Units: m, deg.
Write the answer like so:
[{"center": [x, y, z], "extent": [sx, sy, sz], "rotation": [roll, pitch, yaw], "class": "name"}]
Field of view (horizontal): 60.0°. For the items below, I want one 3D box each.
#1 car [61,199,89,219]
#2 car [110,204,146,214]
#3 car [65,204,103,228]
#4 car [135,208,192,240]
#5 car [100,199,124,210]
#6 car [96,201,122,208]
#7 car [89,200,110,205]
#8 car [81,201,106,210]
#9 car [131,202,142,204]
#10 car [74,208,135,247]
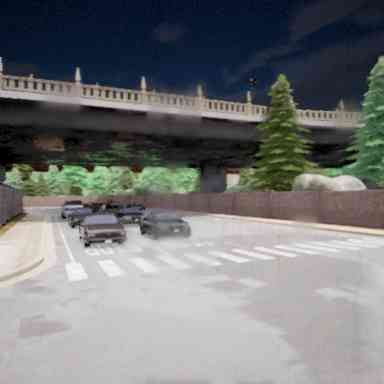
[{"center": [-12.836, 1.792, 35.941], "extent": [2.150, 2.045, 5.566], "rotation": [0, -1, -23], "class": "car"}, {"center": [-4.884, 1.928, 26.356], "extent": [1.994, 1.385, 4.181], "rotation": [0, -1, -24], "class": "car"}, {"center": [-8.623, 1.957, 26.209], "extent": [2.033, 1.411, 5.357], "rotation": [0, -1, -23], "class": "car"}, {"center": [-1.549, 1.801, 18.646], "extent": [1.994, 1.385, 4.181], "rotation": [0, -1, -23], "class": "car"}, {"center": [-14.554, 2.213, 60.114], "extent": [4.553, 1.767, 2.097], "rotation": [-1, -1, 43], "class": "car"}, {"center": [-8.397, 2.003, 34.467], "extent": [1.837, 1.490, 4.892], "rotation": [0, -1, -24], "class": "car"}, {"center": [-12.671, 2.137, 44.103], "extent": [1.882, 1.535, 5.008], "rotation": [0, -1, -25], "class": "car"}, {"center": [-17.135, 2.372, 57.746], "extent": [4.892, 1.490, 1.837], "rotation": [-1, -1, 43], "class": "car"}, {"center": [-8.765, 2.262, 51.984], "extent": [1.994, 1.385, 4.181], "rotation": [0, -1, -29], "class": "car"}, {"center": [-4.649, 1.805, 16.952], "extent": [2.033, 1.411, 5.357], "rotation": [0, -1, -23], "class": "car"}]
